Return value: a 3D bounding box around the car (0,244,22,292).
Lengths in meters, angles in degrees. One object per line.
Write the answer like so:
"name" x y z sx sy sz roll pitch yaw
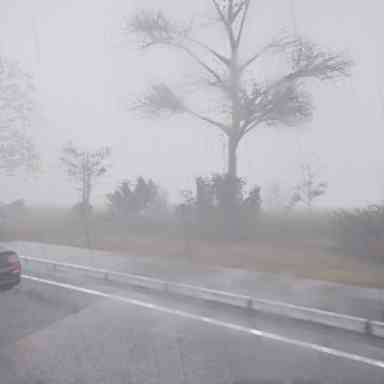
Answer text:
"car" -5.754 1.506 7.465 4.674 1.442 1.812 0 0 31
